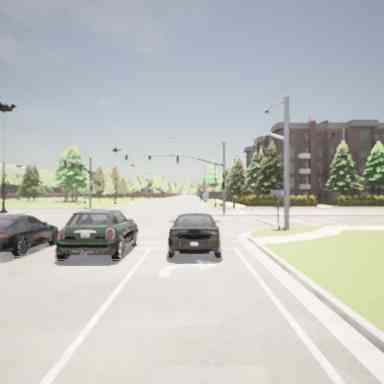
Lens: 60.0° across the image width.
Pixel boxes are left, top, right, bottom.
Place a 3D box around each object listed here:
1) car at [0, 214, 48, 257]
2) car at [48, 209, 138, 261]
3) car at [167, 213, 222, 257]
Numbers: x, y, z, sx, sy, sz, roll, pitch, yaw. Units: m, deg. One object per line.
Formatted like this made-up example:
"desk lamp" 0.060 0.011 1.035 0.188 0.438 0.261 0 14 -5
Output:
"car" -6.904 1.603 13.092 1.812 1.442 4.674 0 0 1
"car" -3.411 1.428 12.817 2.097 1.767 4.553 0 0 1
"car" 0.116 1.557 13.313 1.882 1.535 5.008 0 0 1
